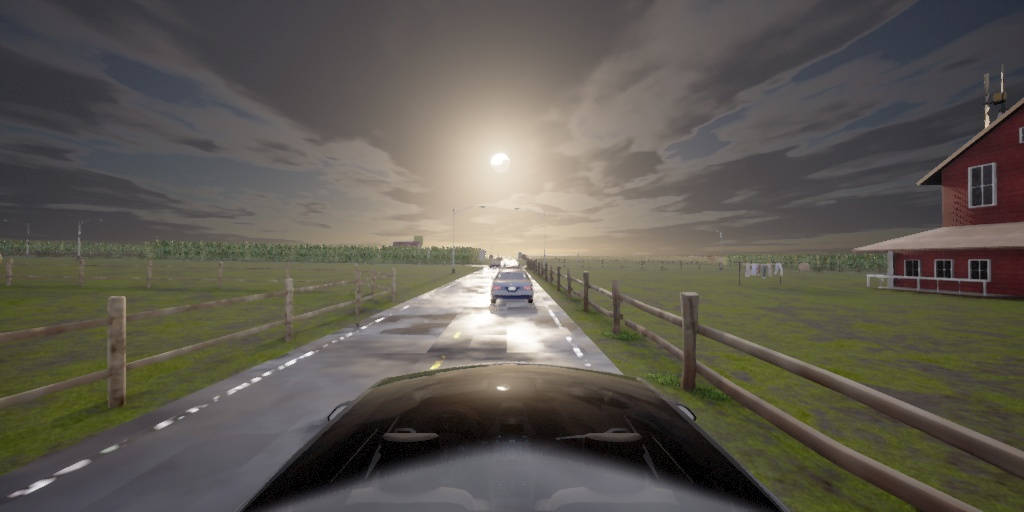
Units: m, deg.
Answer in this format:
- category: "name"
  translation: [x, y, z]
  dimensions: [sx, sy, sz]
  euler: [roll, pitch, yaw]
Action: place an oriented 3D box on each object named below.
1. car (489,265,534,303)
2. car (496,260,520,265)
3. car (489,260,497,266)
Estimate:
- category: "car"
  translation: [0.000, 1.315, 16.500]
  dimensions: [2.033, 1.411, 5.357]
  euler: [0, 0, 0]
- category: "car"
  translation: [0.000, 1.251, 31.501]
  dimensions: [2.128, 1.511, 4.902]
  euler: [0, 0, 0]
- category: "car"
  translation: [-2.750, 1.366, 59.502]
  dimensions: [2.033, 1.411, 5.357]
  euler: [0, 0, 0]
